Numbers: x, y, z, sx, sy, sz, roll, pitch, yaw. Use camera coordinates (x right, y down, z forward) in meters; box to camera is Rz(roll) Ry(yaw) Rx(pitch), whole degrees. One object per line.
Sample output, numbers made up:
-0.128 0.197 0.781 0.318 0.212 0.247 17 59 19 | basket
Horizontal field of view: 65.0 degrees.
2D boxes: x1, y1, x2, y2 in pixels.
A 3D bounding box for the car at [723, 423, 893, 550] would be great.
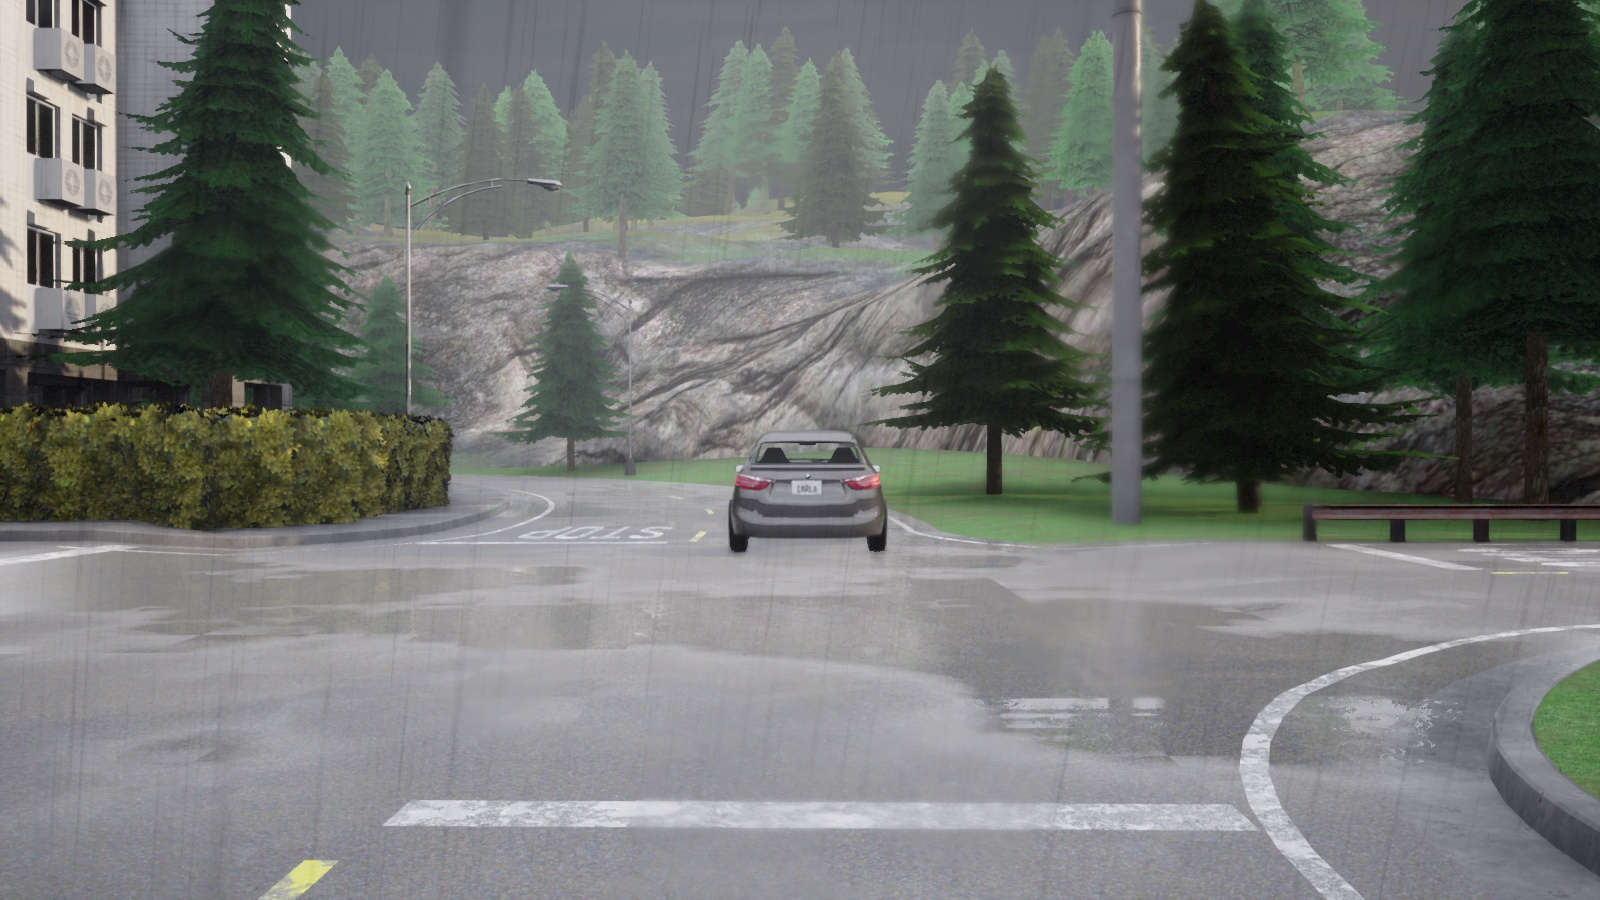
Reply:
0.117 0.479 18.793 2.242 1.667 4.611 0 0 0 | car
